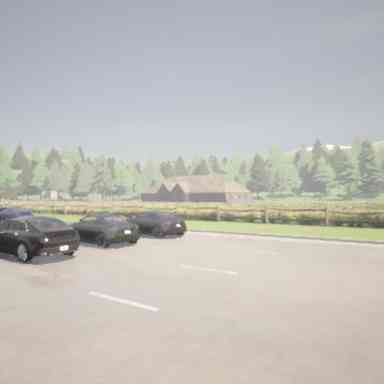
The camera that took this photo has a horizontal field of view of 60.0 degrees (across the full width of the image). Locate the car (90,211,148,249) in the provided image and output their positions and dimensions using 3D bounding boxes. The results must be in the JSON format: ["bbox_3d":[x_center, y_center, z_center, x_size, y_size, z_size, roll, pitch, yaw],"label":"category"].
[{"bbox_3d":[-4.425,1.740,15.693,4.181,1.385,1.994,-1,0,36],"label":"car"}]

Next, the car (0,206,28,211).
[{"bbox_3d":[-14.970,1.915,27.531,4.674,1.442,1.812,-1,0,36],"label":"car"}]

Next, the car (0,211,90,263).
[{"bbox_3d":[-6.300,1.678,12.729,4.892,1.490,1.837,-1,0,36],"label":"car"}]

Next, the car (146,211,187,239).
[{"bbox_3d":[-2.328,1.738,18.496,4.181,1.385,1.994,-1,0,36],"label":"car"}]
